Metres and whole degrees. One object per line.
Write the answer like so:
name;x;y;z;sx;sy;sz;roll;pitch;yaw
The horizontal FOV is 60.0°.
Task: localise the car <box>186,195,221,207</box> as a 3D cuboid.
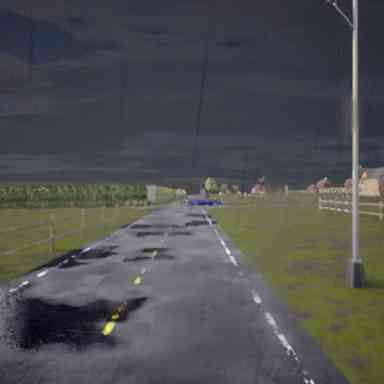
car;2.014;1.468;51.255;5.008;1.535;1.882;-1;-1;0
